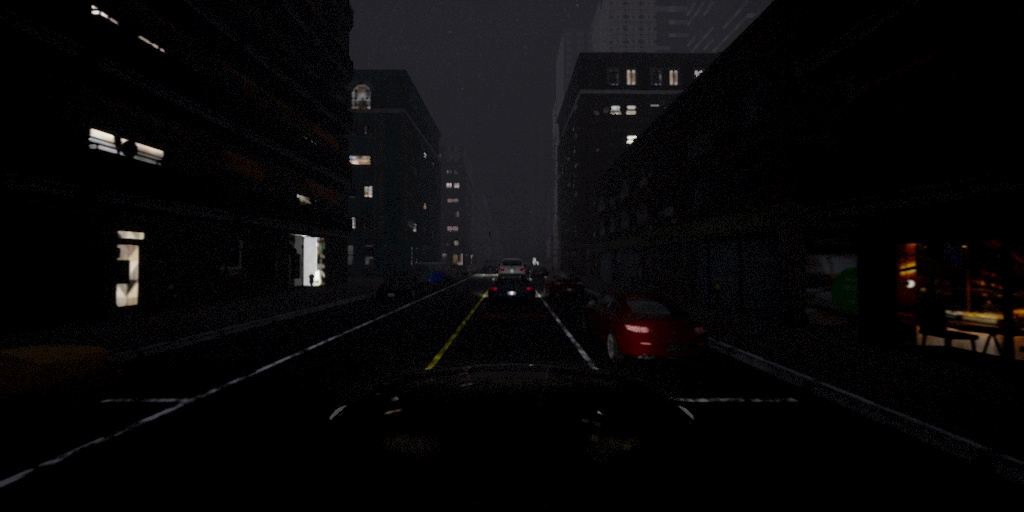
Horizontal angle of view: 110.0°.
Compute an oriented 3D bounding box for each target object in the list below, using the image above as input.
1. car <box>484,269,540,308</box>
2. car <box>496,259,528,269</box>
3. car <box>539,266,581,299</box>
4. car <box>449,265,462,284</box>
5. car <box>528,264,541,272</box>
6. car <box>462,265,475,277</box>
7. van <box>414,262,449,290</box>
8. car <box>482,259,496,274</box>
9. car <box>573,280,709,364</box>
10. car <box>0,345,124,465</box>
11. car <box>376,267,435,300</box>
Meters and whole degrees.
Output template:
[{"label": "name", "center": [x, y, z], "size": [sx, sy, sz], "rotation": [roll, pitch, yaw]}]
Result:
[{"label": "car", "center": [-0.001, 1.452, 16.119], "size": [1.994, 1.385, 4.181], "rotation": [0, -1, 0]}, {"label": "car", "center": [-0.007, 1.247, 30.866], "size": [2.150, 2.045, 5.566], "rotation": [0, 0, 0]}, {"label": "car", "center": [2.688, 1.461, 19.039], "size": [1.888, 1.381, 4.507], "rotation": [0, 0, 0]}, {"label": "car", "center": [-5.696, 1.568, 30.096], "size": [1.888, 1.381, 4.507], "rotation": [0, 0, 0]}, {"label": "car", "center": [2.683, 1.643, 35.609], "size": [1.948, 1.339, 4.313], "rotation": [0, 0, 0]}, {"label": "car", "center": [-5.700, 1.697, 41.142], "size": [1.948, 1.339, 4.313], "rotation": [0, 0, 0]}, {"label": "van", "center": [-5.695, 1.310, 24.573], "size": [1.690, 1.789, 3.998], "rotation": [0, 0, 0]}, {"label": "car", "center": [-3.014, 1.441, 51.574], "size": [2.150, 2.045, 5.566], "rotation": [0, -1, 0]}, {"label": "car", "center": [2.691, 1.391, 7.993], "size": [1.802, 1.307, 4.207], "rotation": [0, 0, 0]}, {"label": "car", "center": [-5.688, 1.282, 2.311], "size": [1.751, 1.417, 4.829], "rotation": [0, 0, 0]}, {"label": "car", "center": [-5.693, 1.481, 19.050], "size": [1.948, 1.339, 4.313], "rotation": [0, 0, 0]}]
